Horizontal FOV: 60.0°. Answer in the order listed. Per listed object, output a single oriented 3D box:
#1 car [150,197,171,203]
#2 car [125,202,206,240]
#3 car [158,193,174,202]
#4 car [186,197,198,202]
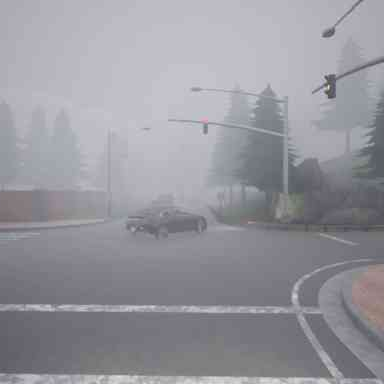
[{"bbox_3d":[-3.624,1.545,34.861,2.033,1.411,5.357,0,0,0],"label":"car"},{"bbox_3d":[-1.185,1.487,17.118,2.128,1.511,4.902,1,0,39],"label":"car"},{"bbox_3d":[-3.625,1.218,45.274,2.150,2.045,5.566,0,0,0],"label":"car"},{"bbox_3d":[0.020,1.559,58.941,1.994,1.385,4.181,0,0,0],"label":"car"}]
